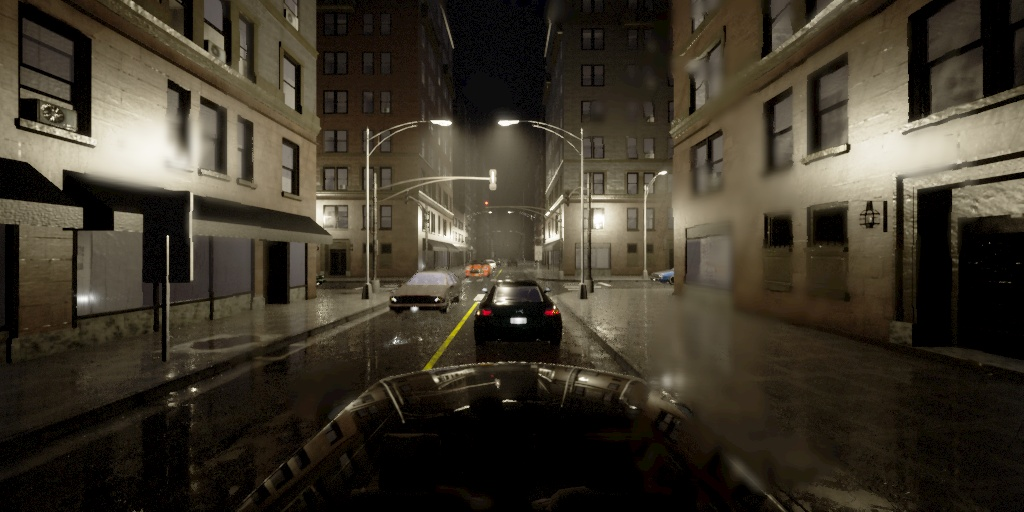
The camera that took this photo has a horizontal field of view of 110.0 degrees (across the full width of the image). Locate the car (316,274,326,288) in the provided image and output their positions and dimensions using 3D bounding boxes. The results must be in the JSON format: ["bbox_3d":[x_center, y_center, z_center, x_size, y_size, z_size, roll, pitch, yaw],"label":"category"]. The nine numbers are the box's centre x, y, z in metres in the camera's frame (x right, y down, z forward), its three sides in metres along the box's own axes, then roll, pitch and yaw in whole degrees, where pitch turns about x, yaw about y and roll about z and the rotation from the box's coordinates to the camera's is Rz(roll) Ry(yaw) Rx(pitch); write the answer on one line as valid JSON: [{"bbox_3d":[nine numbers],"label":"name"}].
[{"bbox_3d":[-14.028,1.387,21.829,4.718,1.301,1.895,0,0,0],"label":"car"}]

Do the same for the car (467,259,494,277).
[{"bbox_3d":[-3.102,1.100,33.667,2.097,1.767,4.553,0,0,0],"label":"car"}]

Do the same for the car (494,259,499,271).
[{"bbox_3d":[-3.096,1.271,48.761,1.812,1.442,4.674,0,0,0],"label":"car"}]

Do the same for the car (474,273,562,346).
[{"bbox_3d":[0.113,1.314,9.458,1.994,1.385,4.181,0,0,-1],"label":"car"}]

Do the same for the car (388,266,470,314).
[{"bbox_3d":[-3.100,1.297,14.072,2.033,1.411,5.357,0,0,0],"label":"car"}]

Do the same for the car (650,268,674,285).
[{"bbox_3d":[12.613,1.260,25.119,5.357,1.411,2.033,0,0,0],"label":"car"}]
